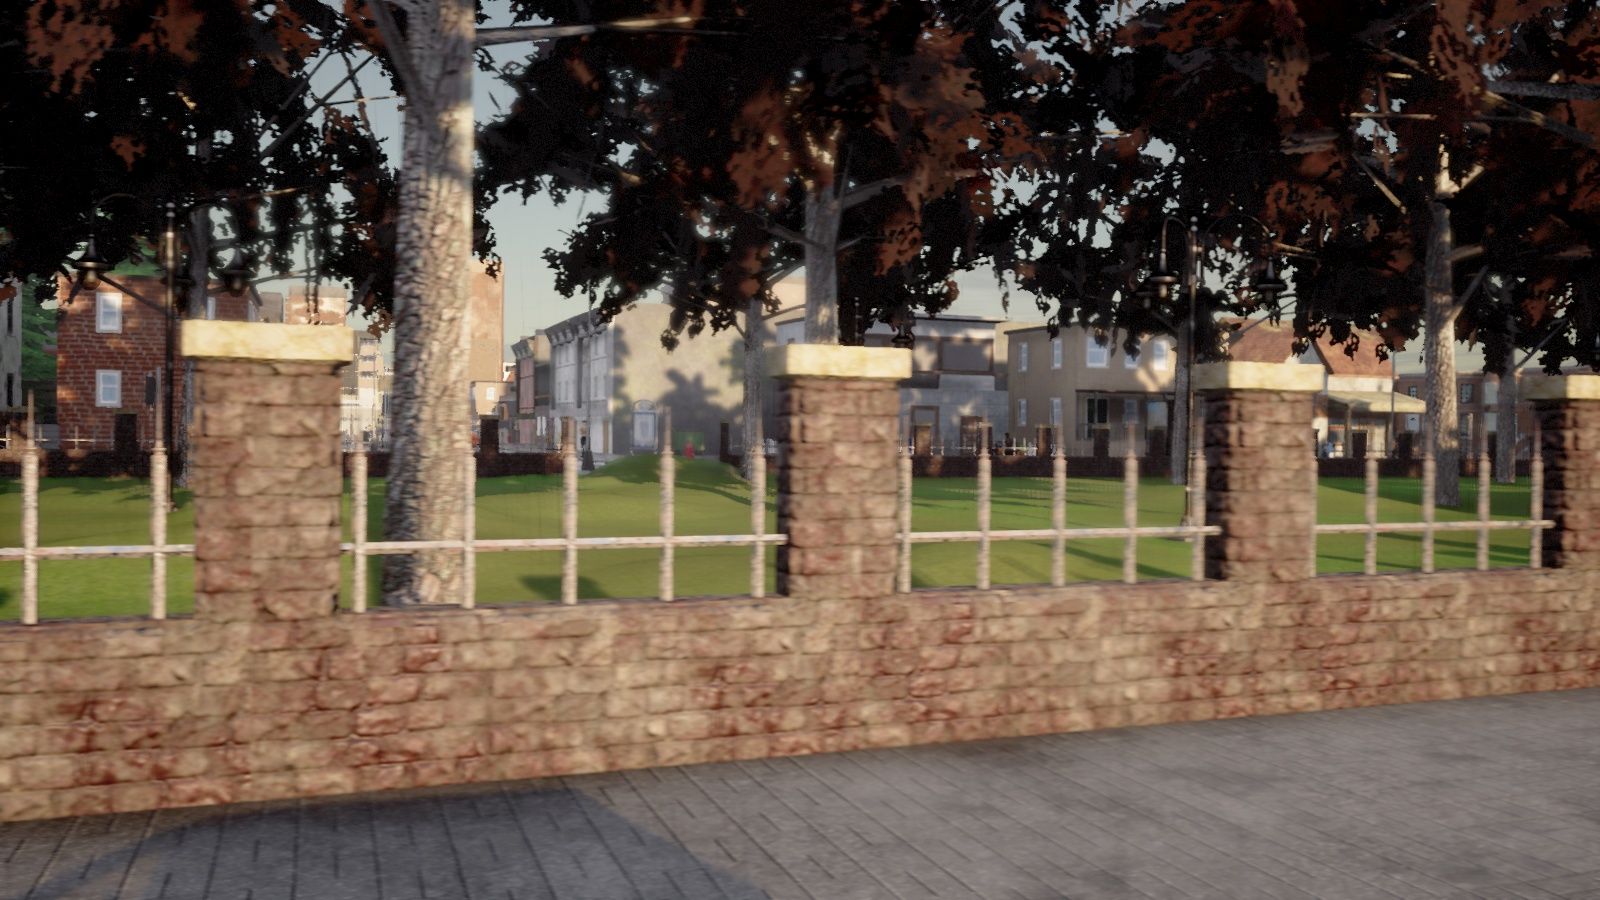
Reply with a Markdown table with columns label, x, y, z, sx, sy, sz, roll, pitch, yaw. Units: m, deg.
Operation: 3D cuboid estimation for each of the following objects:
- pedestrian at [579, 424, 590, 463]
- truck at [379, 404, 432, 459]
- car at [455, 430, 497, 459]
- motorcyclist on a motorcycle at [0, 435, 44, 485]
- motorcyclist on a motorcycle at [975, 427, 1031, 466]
| label | x | y | z | sx | sy | sz | roll | pitch | yaw |
| --- | --- | --- | --- | --- | --- | --- | --- | --- | --- |
| pedestrian | -10.267 | -0.318 | 59.848 | 0.345 | 1.836 | 0.594 | 0 | 1 | 3 |
| truck | -26.484 | -1.251 | 84.115 | 2.891 | 3.462 | 7.936 | -1 | 1 | -21 |
| car | -20.700 | -0.394 | 80.177 | 2.097 | 1.767 | 4.553 | -1 | 1 | -21 |
| motorcyclist on a motorcycle | -26.692 | 0.326 | 41.924 | 2.350 | 1.649 | 0.766 | -1 | 1 | -16 |
| motorcyclist on a motorcycle | 9.007 | -0.167 | 55.642 | 2.350 | 1.649 | 0.766 | -1 | 1 | -21 |
